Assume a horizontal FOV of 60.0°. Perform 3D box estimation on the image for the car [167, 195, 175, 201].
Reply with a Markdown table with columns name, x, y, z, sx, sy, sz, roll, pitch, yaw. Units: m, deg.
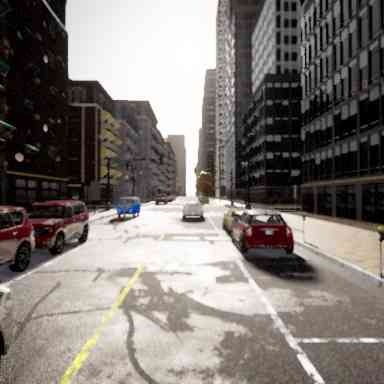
| name | x | y | z | sx | sy | sz | roll | pitch | yaw |
| --- | --- | --- | --- | --- | --- | --- | --- | --- | --- |
| car | -5.719 | 1.648 | 90.854 | 1.967 | 1.590 | 4.097 | 0 | 0 | 0 |

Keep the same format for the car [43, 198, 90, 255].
| name | x | y | z | sx | sy | sz | roll | pitch | yaw |
| --- | --- | --- | --- | --- | --- | --- | --- | --- | --- |
| car | -5.692 | 1.315 | 13.566 | 2.192 | 1.841 | 5.009 | 1 | 0 | 0 |

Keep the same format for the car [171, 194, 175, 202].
| name | x | y | z | sx | sy | sz | roll | pitch | yaw |
| --- | --- | --- | --- | --- | --- | --- | --- | --- | --- |
| car | -5.715 | 1.721 | 79.528 | 1.947 | 1.339 | 4.313 | 0 | 0 | 0 |

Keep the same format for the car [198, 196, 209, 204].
| name | x | y | z | sx | sy | sz | roll | pitch | yaw |
| --- | --- | --- | --- | --- | --- | --- | --- | --- | --- |
| car | 2.671 | 1.638 | 68.377 | 1.752 | 1.417 | 4.829 | 0 | 0 | 0 |

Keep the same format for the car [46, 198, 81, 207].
| name | x | y | z | sx | sy | sz | roll | pitch | yaw |
| --- | --- | --- | --- | --- | --- | --- | --- | --- | --- |
| car | -19.073 | 1.538 | 49.539 | 4.507 | 1.381 | 1.887 | 0 | -1 | 0 |

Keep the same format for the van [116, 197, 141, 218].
| name | x | y | z | sx | sy | sz | roll | pitch | yaw |
| --- | --- | --- | --- | --- | --- | --- | --- | --- | --- |
| van | -5.671 | 1.358 | 30.136 | 1.690 | 1.788 | 3.998 | 1 | 0 | 0 |

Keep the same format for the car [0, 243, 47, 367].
| name | x | y | z | sx | sy | sz | roll | pitch | yaw |
| --- | --- | --- | --- | --- | --- | --- | --- | --- | --- |
| car | -3.100 | 1.491 | 2.135 | 2.128 | 1.511 | 4.902 | 0 | 0 | 0 |

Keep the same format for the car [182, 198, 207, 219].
| name | x | y | z | sx | sy | sz | roll | pitch | yaw |
| --- | --- | --- | --- | --- | --- | --- | --- | --- | --- |
| car | 0.091 | 1.541 | 29.072 | 1.812 | 1.442 | 4.674 | 0 | 0 | 0 |

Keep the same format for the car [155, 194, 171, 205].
| name | x | y | z | sx | sy | sz | roll | pitch | yaw |
| --- | --- | --- | --- | --- | --- | --- | --- | --- | --- |
| car | -5.706 | 1.409 | 62.542 | 2.192 | 1.841 | 5.009 | 0 | 0 | 0 |

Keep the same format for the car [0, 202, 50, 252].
| name | x | y | z | sx | sy | sz | roll | pitch | yaw |
| --- | --- | --- | --- | --- | --- | --- | --- | --- | --- |
| car | -5.687 | 1.314 | 8.043 | 2.192 | 1.841 | 5.009 | 1 | 0 | 0 |

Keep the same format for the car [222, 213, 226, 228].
| name | x | y | z | sx | sy | sz | roll | pitch | yaw |
| --- | --- | --- | --- | --- | --- | --- | --- | --- | --- |
| car | 2.700 | 1.529 | 19.263 | 1.752 | 1.417 | 4.829 | 1 | 0 | 0 |

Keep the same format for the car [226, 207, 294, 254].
| name | x | y | z | sx | sy | sz | roll | pitch | yaw |
| --- | --- | --- | --- | --- | --- | --- | --- | --- | --- |
| car | 2.701 | 1.441 | 13.569 | 1.967 | 1.590 | 4.097 | 1 | 0 | 0 |

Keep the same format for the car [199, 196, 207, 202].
| name | x | y | z | sx | sy | sz | roll | pitch | yaw |
| --- | --- | --- | --- | --- | --- | --- | --- | --- | --- |
| car | 2.666 | 1.682 | 79.702 | 1.752 | 1.417 | 4.829 | 0 | 0 | 0 |

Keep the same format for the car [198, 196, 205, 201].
| name | x | y | z | sx | sy | sz | roll | pitch | yaw |
| --- | --- | --- | --- | --- | --- | --- | --- | --- | --- |
| car | 2.661 | 1.735 | 91.027 | 1.752 | 1.417 | 4.829 | 0 | 0 | 0 |
